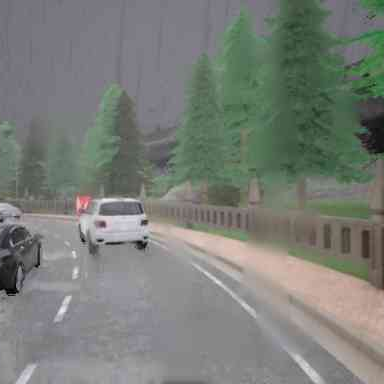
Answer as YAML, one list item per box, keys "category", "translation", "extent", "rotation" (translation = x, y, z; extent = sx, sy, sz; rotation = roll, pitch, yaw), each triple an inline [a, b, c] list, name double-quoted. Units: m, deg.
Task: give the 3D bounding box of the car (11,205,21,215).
- category: "car"
  translation: [-17.117, 1.747, 29.675]
  extent: [4.674, 1.442, 1.812]
  rotation: [-1, 0, 34]

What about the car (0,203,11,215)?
- category: "car"
  translation: [-15.785, 1.748, 24.646]
  extent: [5.357, 1.411, 2.033]
  rotation: [-1, 0, 39]

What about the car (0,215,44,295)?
- category: "car"
  translation: [-5.160, 1.570, 8.627]
  extent: [1.837, 1.490, 4.892]
  rotation: [0, -1, -16]

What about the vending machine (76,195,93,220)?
- category: "vending machine"
  translation: [-9.395, 1.337, 29.012]
  extent: [0.880, 2.100, 1.100]
  rotation: [-1, 0, 42]

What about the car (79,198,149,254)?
- category: "car"
  translation: [-3.454, 1.279, 14.104]
  extent: [2.150, 2.045, 5.566]
  rotation: [0, 0, -24]
